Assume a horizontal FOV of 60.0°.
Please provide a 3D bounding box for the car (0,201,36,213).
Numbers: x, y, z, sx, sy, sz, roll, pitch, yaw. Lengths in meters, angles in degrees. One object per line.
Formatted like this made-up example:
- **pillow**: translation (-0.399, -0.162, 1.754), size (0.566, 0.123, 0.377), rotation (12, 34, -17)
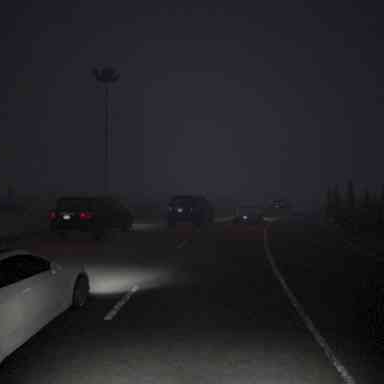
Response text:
- **car**: translation (-16.466, 1.490, 29.593), size (2.033, 1.411, 5.357), rotation (0, 0, 17)

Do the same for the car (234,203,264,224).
- **car**: translation (4.357, 1.534, 25.243), size (1.812, 1.442, 4.674), rotation (0, 0, 17)

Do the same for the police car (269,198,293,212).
- **police car**: translation (10.867, 1.527, 40.363), size (2.038, 1.542, 4.974), rotation (0, 0, 28)

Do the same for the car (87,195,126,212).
- **car**: translation (-9.704, 1.313, 38.261), size (2.097, 1.767, 4.553), rotation (0, 0, 22)

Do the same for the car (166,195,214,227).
- **car**: translation (-0.014, 1.217, 22.992), size (2.150, 2.045, 5.566), rotation (0, 0, 15)

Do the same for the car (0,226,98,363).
- **car**: translation (-3.093, 1.515, 4.823), size (1.812, 1.442, 4.674), rotation (0, 0, 3)

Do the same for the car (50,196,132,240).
- **car**: translation (-4.982, 1.203, 17.225), size (2.150, 2.045, 5.566), rotation (0, 0, 11)
